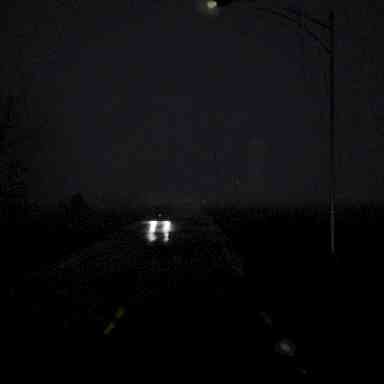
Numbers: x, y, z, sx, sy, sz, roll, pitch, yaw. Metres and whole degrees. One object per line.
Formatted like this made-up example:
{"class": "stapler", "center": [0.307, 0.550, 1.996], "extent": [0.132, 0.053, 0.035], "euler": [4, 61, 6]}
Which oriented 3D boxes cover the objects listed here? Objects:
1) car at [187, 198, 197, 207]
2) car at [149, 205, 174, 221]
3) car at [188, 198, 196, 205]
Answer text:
{"class": "car", "center": [0.017, 2.141, 66.497], "extent": [1.882, 1.535, 5.008], "euler": [0, -1, 0]}
{"class": "car", "center": [-2.759, 1.856, 30.680], "extent": [1.994, 1.385, 4.181], "euler": [0, -1, 0]}
{"class": "car", "center": [0.020, 2.124, 76.920], "extent": [1.882, 1.535, 5.008], "euler": [0, -1, 0]}
